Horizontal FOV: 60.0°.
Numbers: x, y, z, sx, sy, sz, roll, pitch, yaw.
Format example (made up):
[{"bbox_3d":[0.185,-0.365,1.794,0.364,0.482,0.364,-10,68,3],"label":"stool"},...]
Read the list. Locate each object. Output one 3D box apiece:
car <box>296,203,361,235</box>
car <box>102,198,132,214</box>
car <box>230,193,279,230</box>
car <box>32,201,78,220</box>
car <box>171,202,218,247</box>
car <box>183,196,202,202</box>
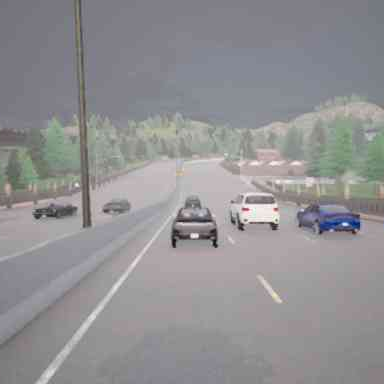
[{"bbox_3d":[7.095,1.344,17.876,1.882,1.535,5.008,0,0,0],"label":"car"},{"bbox_3d":[-7.085,1.309,32.097,2.033,1.411,5.357,0,0,0],"label":"car"},{"bbox_3d":[3.594,1.070,19.872,2.150,2.045,5.566,0,0,0],"label":"car"},{"bbox_3d":[-10.591,1.406,26.021,1.895,1.301,4.718,0,0,0],"label":"car"},{"bbox_3d":[0.096,1.381,14.559,2.128,1.511,4.902,0,0,0],"label":"car"},{"bbox_3d":[0.089,1.184,38.274,1.837,1.490,4.892,0,1,0],"label":"car"}]
